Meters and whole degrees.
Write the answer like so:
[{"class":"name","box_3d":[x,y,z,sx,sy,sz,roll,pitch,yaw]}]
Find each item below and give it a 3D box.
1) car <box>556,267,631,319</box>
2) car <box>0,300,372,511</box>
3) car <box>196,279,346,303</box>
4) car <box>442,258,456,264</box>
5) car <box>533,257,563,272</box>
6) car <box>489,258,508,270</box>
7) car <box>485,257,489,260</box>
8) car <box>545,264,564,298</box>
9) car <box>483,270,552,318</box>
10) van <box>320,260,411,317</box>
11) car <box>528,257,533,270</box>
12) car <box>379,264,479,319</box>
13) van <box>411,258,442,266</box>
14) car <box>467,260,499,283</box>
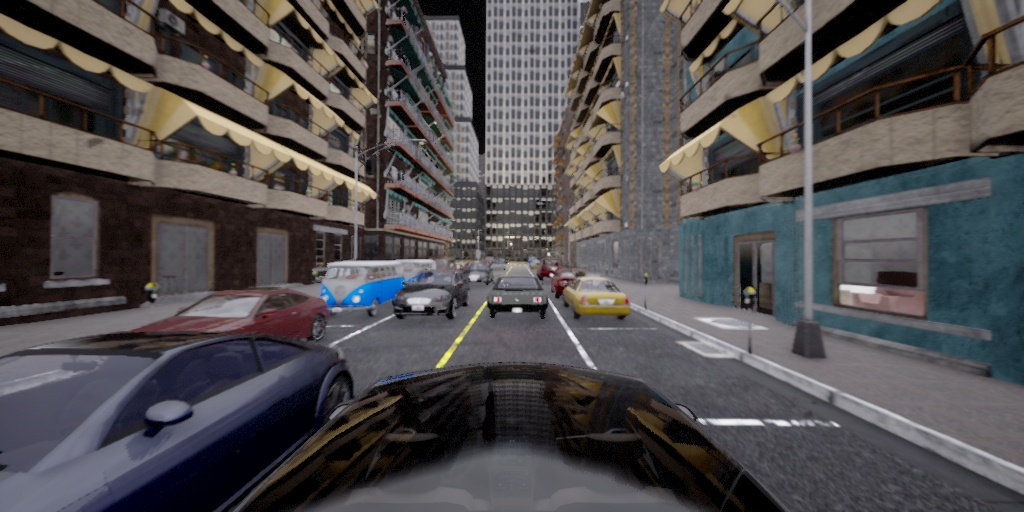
[{"class":"car","box_3d":[2.772,1.289,12.683,1.751,1.417,4.829,0,0,1]},{"class":"car","box_3d":[-2.861,1.298,2.510,1.994,1.385,4.181,0,0,1]},{"class":"car","box_3d":[-5.232,1.302,7.043,1.802,1.307,4.207,0,0,1]},{"class":"car","box_3d":[-4.867,1.034,23.960,2.192,1.841,5.009,0,0,1]},{"class":"car","box_3d":[3.134,1.079,29.430,2.192,1.841,5.009,0,0,1]},{"class":"car","box_3d":[-1.755,1.371,49.022,1.895,1.301,4.718,0,0,1]},{"class":"car","box_3d":[-4.382,1.250,46.347,1.751,1.417,4.829,0,0,1]},{"class":"car","box_3d":[2.890,1.309,18.152,1.888,1.381,4.507,0,0,1]},{"class":"car","box_3d":[0.216,1.350,13.045,1.895,1.301,4.718,0,0,1]},{"class":"van","box_3d":[-5.110,1.060,12.682,1.690,1.789,3.998,0,0,1]},{"class":"car","box_3d":[3.625,1.297,52.155,1.751,1.417,4.829,0,0,1]},{"class":"car","box_3d":[-2.637,1.225,12.756,2.128,1.511,4.902,0,0,1]},{"class":"van","box_3d":[-4.988,1.060,18.321,1.690,1.789,3.998,0,0,1]},{"class":"car","box_3d":[-2.351,1.226,25.305,2.128,1.511,4.902,0,0,2]}]
